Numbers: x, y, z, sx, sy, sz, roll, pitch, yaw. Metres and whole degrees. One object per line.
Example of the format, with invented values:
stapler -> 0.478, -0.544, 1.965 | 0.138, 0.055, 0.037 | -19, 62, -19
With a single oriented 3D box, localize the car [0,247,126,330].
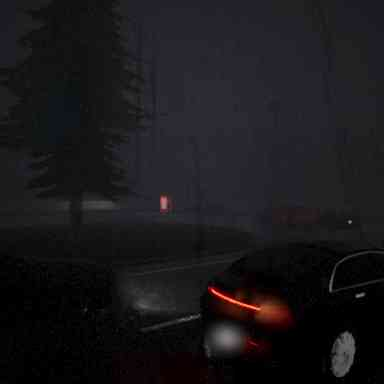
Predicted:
car -> -3.844, 1.545, 5.328 | 5.357, 1.411, 2.033 | 1, 0, -35

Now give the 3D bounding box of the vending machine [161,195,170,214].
vending machine -> -2.984, 1.370, 37.981 | 0.880, 2.100, 1.100 | 0, 0, 2

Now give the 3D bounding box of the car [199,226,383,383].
car -> 2.381, 1.549, 5.461 | 4.892, 1.490, 1.837 | 1, -1, -36

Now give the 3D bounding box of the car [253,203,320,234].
car -> 5.436, 1.499, 20.364 | 2.097, 1.767, 4.553 | 0, 0, -12

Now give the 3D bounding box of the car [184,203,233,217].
car -> 1.592, 1.784, 33.027 | 4.718, 1.301, 1.895 | 0, 0, 21

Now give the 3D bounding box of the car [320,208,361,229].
car -> 8.769, 1.742, 21.572 | 1.994, 1.385, 4.181 | 1, 0, -16
